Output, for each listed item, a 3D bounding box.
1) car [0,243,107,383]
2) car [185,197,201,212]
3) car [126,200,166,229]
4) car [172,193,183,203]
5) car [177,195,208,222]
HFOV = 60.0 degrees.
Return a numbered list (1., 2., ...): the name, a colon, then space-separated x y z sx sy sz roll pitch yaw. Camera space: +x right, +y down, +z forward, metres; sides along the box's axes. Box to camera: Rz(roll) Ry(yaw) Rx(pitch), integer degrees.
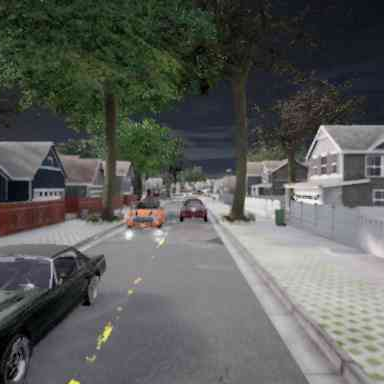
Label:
1. car: -2.843 1.596 5.250 1.895 1.301 4.718 0 0 0
2. car: 0.134 1.457 40.272 1.837 1.490 4.892 0 1 0
3. car: -2.831 1.329 21.421 2.097 1.767 4.553 0 0 0
4. car: -2.691 1.238 65.375 2.150 2.045 5.566 0 0 0
5. car: 0.124 1.322 26.435 2.097 1.767 4.553 0 0 0
